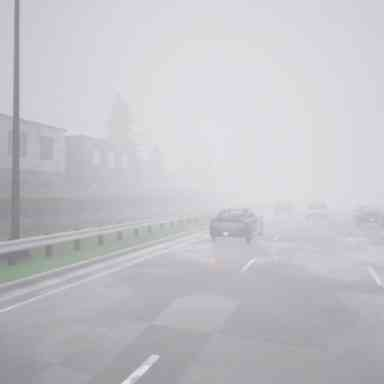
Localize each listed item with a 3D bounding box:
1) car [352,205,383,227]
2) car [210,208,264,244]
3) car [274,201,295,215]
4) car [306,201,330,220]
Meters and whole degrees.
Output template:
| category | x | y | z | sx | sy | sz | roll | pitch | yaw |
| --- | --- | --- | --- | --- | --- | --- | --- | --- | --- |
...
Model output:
| category | x | y | z | sx | sy | sz | roll | pitch | yaw |
| --- | --- | --- | --- | --- | --- | --- | --- | --- | --- |
| car | 12.935 | 1.678 | 24.410 | 1.812 | 1.442 | 4.674 | 0 | 0 | 21 |
| car | 2.315 | 1.559 | 16.390 | 2.128 | 1.511 | 4.902 | 0 | 0 | 21 |
| car | 10.290 | 1.729 | 36.954 | 2.033 | 1.411 | 5.357 | 0 | 0 | 21 |
| car | 11.223 | 1.762 | 29.680 | 1.895 | 1.301 | 4.718 | 0 | 0 | 21 |
